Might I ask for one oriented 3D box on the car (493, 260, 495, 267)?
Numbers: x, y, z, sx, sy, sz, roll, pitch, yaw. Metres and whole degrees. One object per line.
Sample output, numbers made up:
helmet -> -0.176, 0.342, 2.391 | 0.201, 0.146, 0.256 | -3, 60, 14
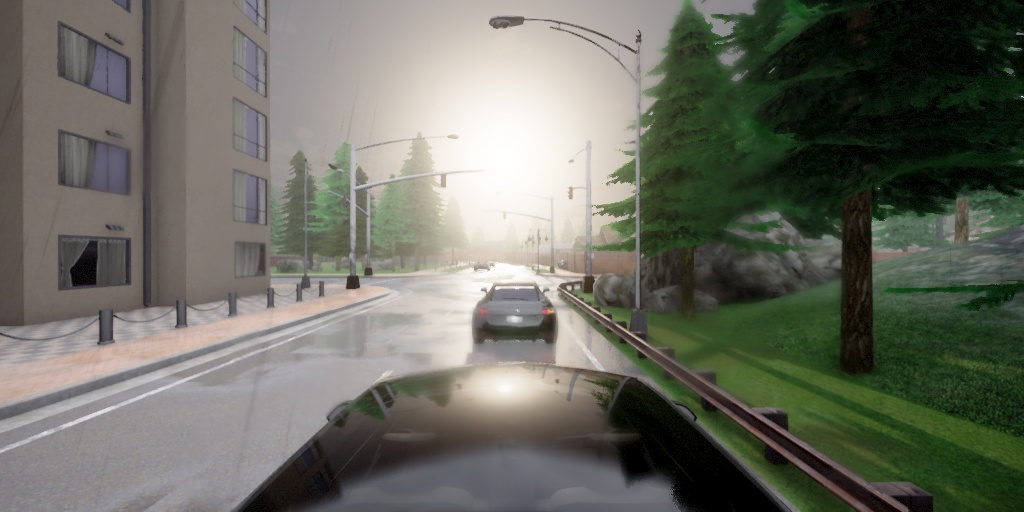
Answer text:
car -> -4.003, 1.250, 63.767 | 2.033, 1.411, 5.357 | 0, 0, 0

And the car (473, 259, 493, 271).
car -> -3.941, 1.271, 47.247 | 1.994, 1.385, 4.181 | 0, 0, 0

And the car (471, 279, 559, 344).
car -> 0.081, 1.312, 9.577 | 1.994, 1.385, 4.181 | 0, 0, 1
